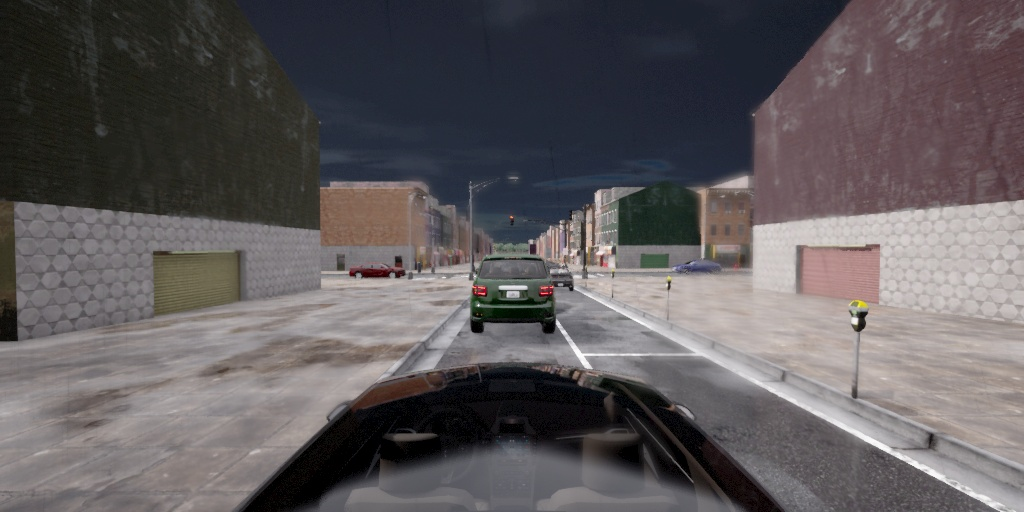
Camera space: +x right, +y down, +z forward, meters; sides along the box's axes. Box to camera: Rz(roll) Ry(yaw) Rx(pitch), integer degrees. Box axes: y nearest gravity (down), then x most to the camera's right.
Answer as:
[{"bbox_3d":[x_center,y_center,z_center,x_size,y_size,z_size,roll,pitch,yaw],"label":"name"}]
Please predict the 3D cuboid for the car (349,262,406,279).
[{"bbox_3d":[-12.398,1.337,33.202,5.008,1.535,1.882,0,1,-1],"label":"car"}]

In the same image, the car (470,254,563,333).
[{"bbox_3d":[0.029,0.968,10.859,2.150,2.045,5.566,0,0,0],"label":"car"}]

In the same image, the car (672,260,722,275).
[{"bbox_3d":[18.647,1.133,36.201,4.674,1.442,1.812,0,1,0],"label":"car"}]

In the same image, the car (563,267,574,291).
[{"bbox_3d":[2.593,1.296,21.274,2.007,1.370,4.403,0,0,0],"label":"car"}]

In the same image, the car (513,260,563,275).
[{"bbox_3d":[2.758,1.230,38.292,4.892,1.490,1.837,0,1,23],"label":"car"}]

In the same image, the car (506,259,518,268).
[{"bbox_3d":[-0.048,1.248,63.835,2.128,1.511,4.902,0,0,0],"label":"car"}]
